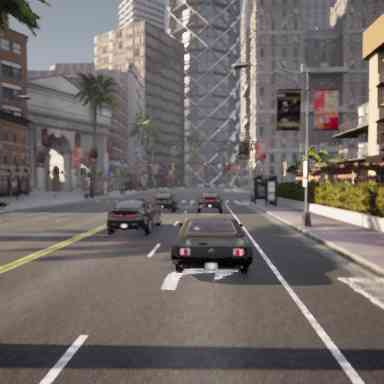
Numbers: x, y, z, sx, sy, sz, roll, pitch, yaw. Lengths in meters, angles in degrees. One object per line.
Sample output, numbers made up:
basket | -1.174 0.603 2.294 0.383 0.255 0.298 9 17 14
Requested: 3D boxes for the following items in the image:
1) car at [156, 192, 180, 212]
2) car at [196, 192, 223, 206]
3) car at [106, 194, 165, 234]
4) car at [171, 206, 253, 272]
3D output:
car | -2.088 0.751 26.455 1.837 1.490 4.892 0 2 3
car | 1.413 0.750 26.403 1.837 1.490 4.892 0 0 3
car | -2.632 1.051 15.852 1.837 1.490 4.892 0 2 3
car | 0.554 1.321 9.738 1.895 1.301 4.718 0 2 3
